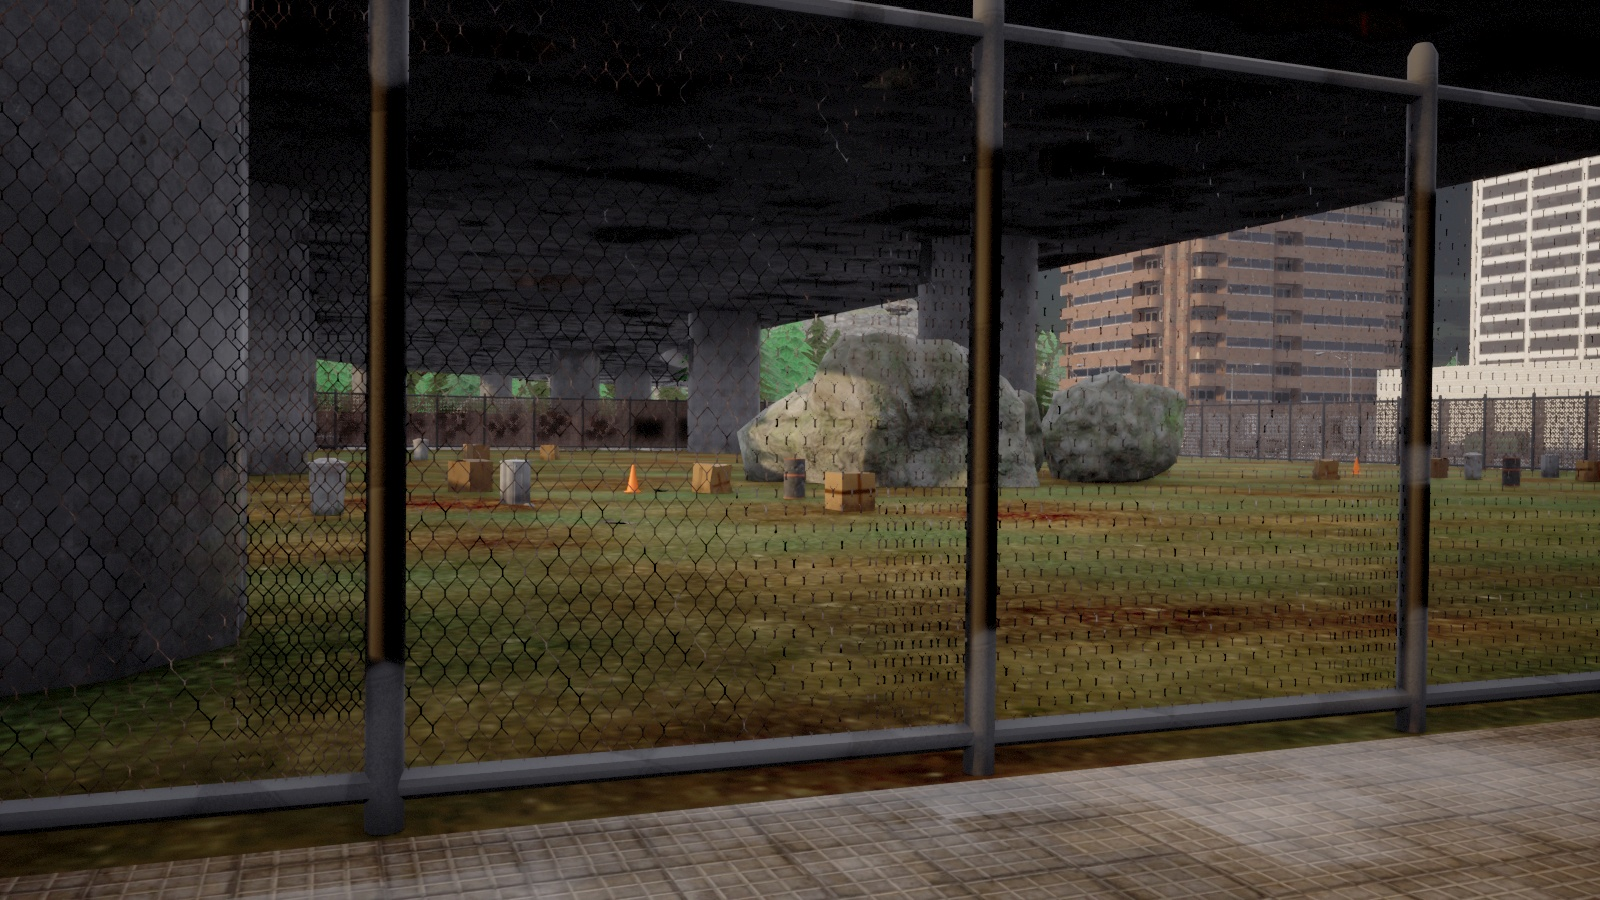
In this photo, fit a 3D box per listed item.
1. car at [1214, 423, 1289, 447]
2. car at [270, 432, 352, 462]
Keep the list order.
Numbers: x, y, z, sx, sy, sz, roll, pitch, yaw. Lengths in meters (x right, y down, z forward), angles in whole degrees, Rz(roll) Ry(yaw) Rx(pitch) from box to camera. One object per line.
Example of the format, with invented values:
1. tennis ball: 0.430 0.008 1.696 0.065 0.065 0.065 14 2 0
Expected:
1. car: 30.317 -1.003 84.476 2.128 1.511 4.902 -1 1 -21
2. car: -28.300 -0.182 72.785 1.851 1.617 3.988 0 1 45
